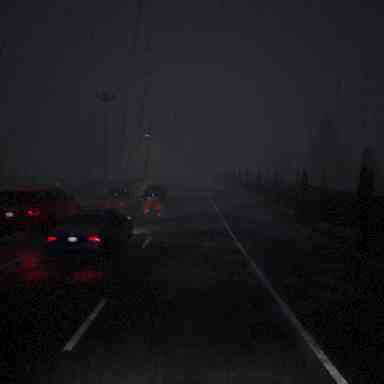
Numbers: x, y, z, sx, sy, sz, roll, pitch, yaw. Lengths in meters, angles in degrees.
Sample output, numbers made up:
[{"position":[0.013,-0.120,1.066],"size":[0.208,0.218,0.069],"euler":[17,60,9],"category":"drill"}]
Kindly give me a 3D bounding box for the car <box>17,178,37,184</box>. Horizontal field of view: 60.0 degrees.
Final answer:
[{"position":[-21.098,-0.974,43.130],"size":[1.837,1.490,4.892],"euler":[0,4,0],"category":"car"}]

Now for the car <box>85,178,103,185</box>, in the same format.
[{"position":[-14.092,-1.261,47.521],"size":[2.033,1.411,5.357],"euler":[0,4,0],"category":"car"}]

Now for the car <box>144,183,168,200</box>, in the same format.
[{"position":[-3.410,-0.127,31.605],"size":[2.128,1.511,4.902],"euler":[0,4,0],"category":"car"}]

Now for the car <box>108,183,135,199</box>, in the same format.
[{"position":[-6.910,-0.168,32.613],"size":[1.812,1.442,4.674],"euler":[0,4,0],"category":"car"}]

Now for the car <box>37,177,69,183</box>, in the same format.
[{"position":[-17.600,-1.125,43.078],"size":[2.097,1.767,4.553],"euler":[0,4,0],"category":"car"}]

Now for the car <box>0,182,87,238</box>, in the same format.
[{"position":[-6.905,0.783,15.314],"size":[2.150,2.045,5.566],"euler":[0,3,0],"category":"car"}]

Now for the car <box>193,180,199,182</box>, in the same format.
[{"position":[1.197,-2.638,95.051],"size":[1.837,1.490,4.892],"euler":[0,-2,0],"category":"car"}]

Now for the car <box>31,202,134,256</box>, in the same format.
[{"position":[-3.404,1.281,11.982],"size":[2.033,1.411,5.357],"euler":[0,3,0],"category":"car"}]
